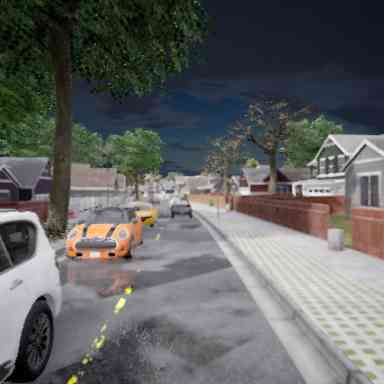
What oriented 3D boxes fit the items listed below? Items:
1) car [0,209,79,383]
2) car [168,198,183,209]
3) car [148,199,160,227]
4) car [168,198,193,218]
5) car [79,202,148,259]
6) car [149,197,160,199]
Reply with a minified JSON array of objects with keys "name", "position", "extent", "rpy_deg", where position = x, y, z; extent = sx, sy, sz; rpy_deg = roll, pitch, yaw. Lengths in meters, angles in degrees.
[{"name":"car","position":[-2.892,1.228,2.529],"extent":[2.150,2.045,5.566],"rpy_deg":[0,0,-1]},{"name":"car","position":[-2.289,1.525,45.912],"extent":[1.812,1.442,4.674],"rpy_deg":[0,0,-6]},{"name":"car","position":[-3.435,1.494,22.952],"extent":[1.882,1.535,5.008],"rpy_deg":[0,0,-2]},{"name":"car","position":[-0.969,1.499,30.002],"extent":[2.128,1.511,4.902],"rpy_deg":[0,0,-4]},{"name":"car","position":[-3.078,1.368,12.600],"extent":[2.097,1.767,4.553],"rpy_deg":[0,0,-2]},{"name":"car","position":[-6.693,1.568,59.231],"extent":[1.994,1.385,4.181],"rpy_deg":[0,0,-7]}]
